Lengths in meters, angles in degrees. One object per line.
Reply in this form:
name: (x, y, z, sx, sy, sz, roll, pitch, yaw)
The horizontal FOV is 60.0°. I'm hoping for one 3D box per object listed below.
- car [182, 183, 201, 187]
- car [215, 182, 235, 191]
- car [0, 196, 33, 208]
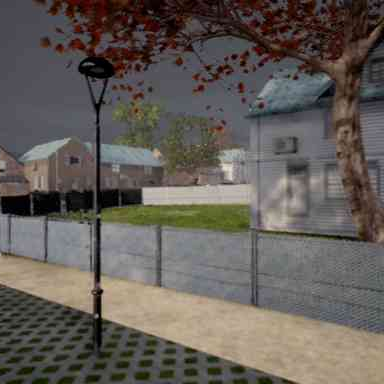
car: (-0.351, -0.410, 46.322, 1.882, 1.535, 5.008, 0, 3, 43)
car: (4.987, -0.674, 47.825, 1.882, 1.535, 5.008, 0, 3, 44)
car: (-15.356, 0.994, 26.155, 2.033, 1.411, 5.357, 0, 3, 43)
